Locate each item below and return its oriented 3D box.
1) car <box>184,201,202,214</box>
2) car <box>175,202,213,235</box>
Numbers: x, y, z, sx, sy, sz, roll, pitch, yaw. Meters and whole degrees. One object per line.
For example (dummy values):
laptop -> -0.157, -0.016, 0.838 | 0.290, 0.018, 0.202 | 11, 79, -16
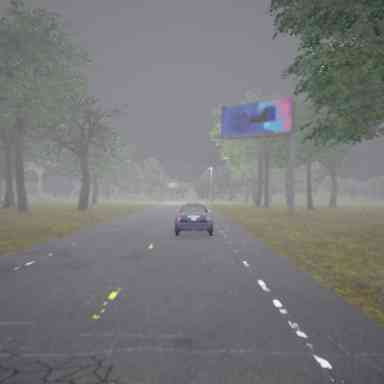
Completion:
car -> 0.103, 1.827, 39.297 | 1.994, 1.385, 4.181 | 0, 0, 0
car -> 0.101, 1.473, 19.809 | 2.097, 1.767, 4.553 | 0, 0, 0
